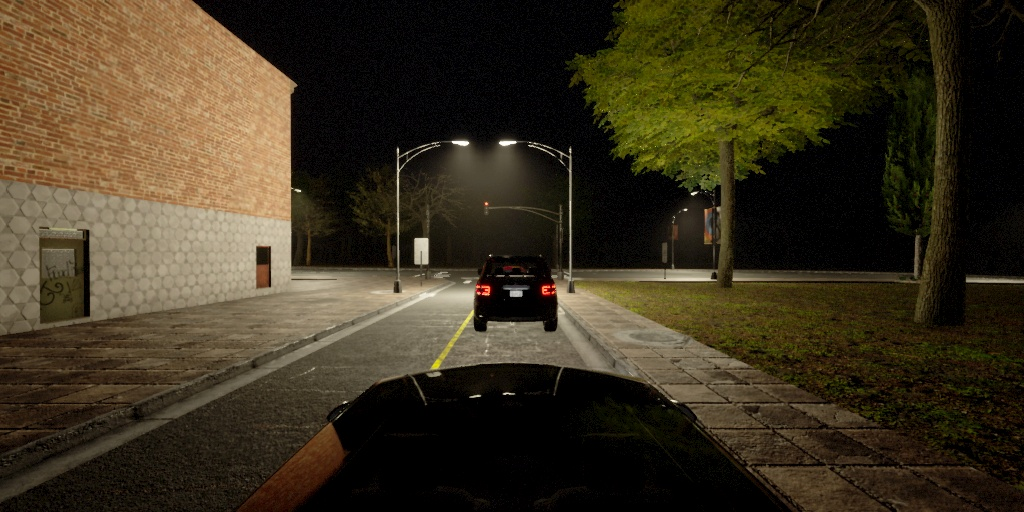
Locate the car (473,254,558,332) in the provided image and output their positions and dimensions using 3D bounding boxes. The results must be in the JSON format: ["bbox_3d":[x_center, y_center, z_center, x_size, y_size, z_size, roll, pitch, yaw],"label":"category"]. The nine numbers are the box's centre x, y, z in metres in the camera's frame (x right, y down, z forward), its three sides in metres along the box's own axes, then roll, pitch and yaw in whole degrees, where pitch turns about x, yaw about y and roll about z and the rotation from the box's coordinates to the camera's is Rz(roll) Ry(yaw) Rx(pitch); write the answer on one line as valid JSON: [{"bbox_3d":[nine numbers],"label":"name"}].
[{"bbox_3d":[0.086,0.980,11.050,2.150,2.045,5.566,0,0,0],"label":"car"}]
